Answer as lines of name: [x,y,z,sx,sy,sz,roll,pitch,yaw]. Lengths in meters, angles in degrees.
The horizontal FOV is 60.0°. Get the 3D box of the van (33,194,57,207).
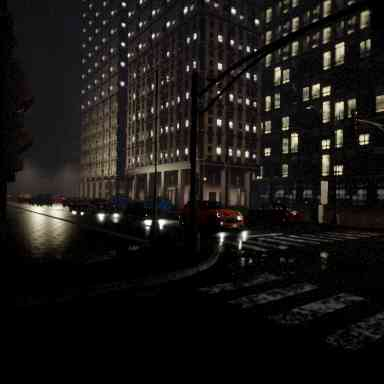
van: [-20.699,1.197,46.722,1.690,1.788,3.998,1,-1,-35]

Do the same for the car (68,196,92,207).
car: [-17.778,1.458,52.603,2.128,1.511,4.902,1,-1,-36]

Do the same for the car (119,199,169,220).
car: [-4.094,1.502,27.823,1.994,1.385,4.181,1,-1,-35]

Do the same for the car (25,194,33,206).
car: [-23.975,1.432,51.324,1.802,1.307,4.206,1,-1,-35]

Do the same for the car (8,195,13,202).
car: [-37.065,1.396,69.740,1.947,1.339,4.313,1,-1,-35]

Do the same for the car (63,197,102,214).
car: [-10.885,1.427,32.908,2.008,1.369,4.403,1,-1,-35]

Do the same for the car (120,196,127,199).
car: [-7.328,1.584,42.366,2.008,1.369,4.403,1,-1,-35]

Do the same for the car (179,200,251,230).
car: [1.111,1.303,20.509,2.097,1.767,4.553,1,-1,-35]

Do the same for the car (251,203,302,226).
car: [5.765,1.505,23.952,1.967,1.590,4.097,1,-1,-35]

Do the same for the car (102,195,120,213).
car: [-9.960,1.402,36.090,1.882,1.535,5.008,1,-1,-36]

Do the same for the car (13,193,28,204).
car: [-30.516,1.154,60.534,2.192,1.841,5.009,1,-1,-35]

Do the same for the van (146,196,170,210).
van: [-4.052,1.382,37.764,1.690,1.788,3.998,1,-1,-35]

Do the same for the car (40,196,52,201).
car: [-36.782,1.570,83.802,1.802,1.307,4.206,1,-1,-35]

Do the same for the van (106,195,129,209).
van: [-10.596,1.368,46.973,1.690,1.788,3.998,1,-1,-35]

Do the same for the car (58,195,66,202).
car: [-15.950,1.404,44.584,2.128,1.511,4.902,1,-1,-35]

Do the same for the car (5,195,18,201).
car: [-40.337,1.377,74.344,2.008,1.369,4.403,1,-1,-35]

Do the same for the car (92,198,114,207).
car: [-13.873,1.586,51.574,1.947,1.339,4.313,1,-1,-35]
